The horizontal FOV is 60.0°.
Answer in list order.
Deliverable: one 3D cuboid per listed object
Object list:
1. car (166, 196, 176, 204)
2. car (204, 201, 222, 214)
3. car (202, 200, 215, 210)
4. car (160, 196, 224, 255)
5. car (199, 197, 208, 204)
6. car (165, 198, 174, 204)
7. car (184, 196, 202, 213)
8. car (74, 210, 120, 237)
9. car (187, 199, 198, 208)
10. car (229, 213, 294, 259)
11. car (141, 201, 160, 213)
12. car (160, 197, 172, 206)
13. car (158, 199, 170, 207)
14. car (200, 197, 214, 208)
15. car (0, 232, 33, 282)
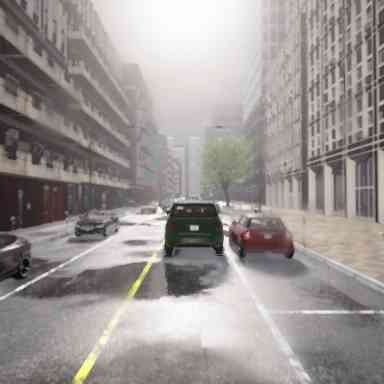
[{"bbox_3d":[-5.433,2.052,86.717,2.192,1.841,5.009,1,-1,0],"label":"car"},{"bbox_3d":[2.578,1.892,41.451,2.008,1.369,4.403,1,0,0],"label":"car"},{"bbox_3d":[2.580,1.982,52.753,1.887,1.381,4.507,1,0,0],"label":"car"},{"bbox_3d":[0.050,1.335,13.925,2.150,2.045,5.566,0,0,-1],"label":"car"},{"bbox_3d":[2.712,2.125,81.016,1.967,1.590,4.097,1,-1,0],"label":"car"},{"bbox_3d":[-5.437,2.252,81.068,1.947,1.339,4.313,1,-1,0],"label":"car"},{"bbox_3d":[0.104,1.574,42.749,2.150,2.045,5.566,0,0,0],"label":"car"},{"bbox_3d":[-5.277,1.706,18.959,2.008,1.369,4.403,1,0,0],"label":"car"},{"bbox_3d":[0.105,2.012,60.941,1.837,1.490,4.892,0,-1,0],"label":"car"},{"bbox_3d":[2.578,1.548,13.190,1.967,1.590,4.097,1,0,0],"label":"car"},{"bbox_3d":[-5.269,1.867,41.374,1.752,1.417,4.829,1,0,0],"label":"car"},{"bbox_3d":[-5.434,1.900,69.778,2.192,1.841,5.009,1,-1,0],"label":"car"},{"bbox_3d":[-5.438,2.102,64.129,1.947,1.339,4.313,1,0,0],"label":"car"},{"bbox_3d":[2.618,1.801,58.407,2.192,1.841,5.009,1,0,0],"label":"car"},{"bbox_3d":[-5.314,1.629,7.666,1.947,1.339,4.313,1,0,0],"label":"car"}]
